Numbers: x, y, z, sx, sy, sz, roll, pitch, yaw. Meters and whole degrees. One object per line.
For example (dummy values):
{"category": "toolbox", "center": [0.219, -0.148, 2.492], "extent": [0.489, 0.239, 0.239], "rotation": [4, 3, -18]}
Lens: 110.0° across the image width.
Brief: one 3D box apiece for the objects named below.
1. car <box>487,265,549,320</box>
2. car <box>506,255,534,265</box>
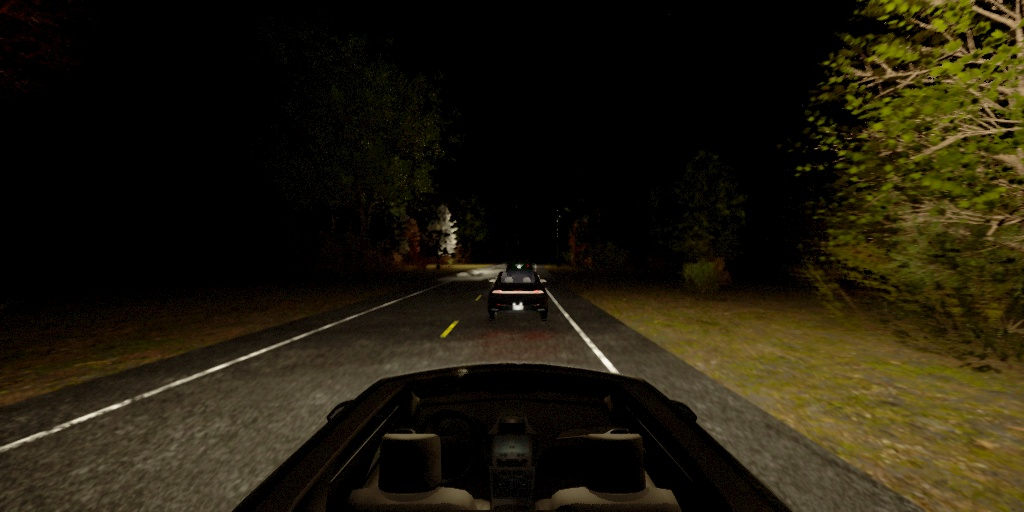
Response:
{"category": "car", "center": [0.204, 1.233, 12.501], "extent": [2.128, 1.511, 4.902], "rotation": [0, 0, 1]}
{"category": "car", "center": [0.653, 0.936, 30.373], "extent": [2.150, 2.045, 5.566], "rotation": [0, 0, 2]}
